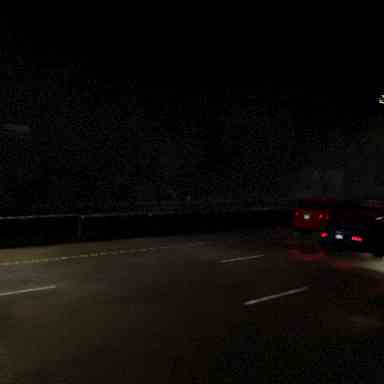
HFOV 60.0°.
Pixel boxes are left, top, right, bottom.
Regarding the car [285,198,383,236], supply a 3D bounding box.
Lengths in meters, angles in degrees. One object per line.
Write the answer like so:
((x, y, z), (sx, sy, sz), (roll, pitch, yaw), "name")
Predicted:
((7.859, 1.336, 17.938), (5.566, 2.045, 2.150), (0, 0, -35), "car")

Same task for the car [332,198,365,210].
((21.080, 1.594, 44.804), (4.892, 1.490, 1.837), (0, 0, -35), "car")

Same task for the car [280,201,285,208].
((15.033, 1.594, 49.092), (4.902, 1.511, 2.128), (0, 0, -35), "car")

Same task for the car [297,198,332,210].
((17.067, 1.594, 46.245), (4.902, 1.511, 2.128), (0, 0, -35), "car")

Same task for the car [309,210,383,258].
((7.242, 1.647, 13.211), (5.357, 1.411, 2.033), (0, 0, -36), "car")
